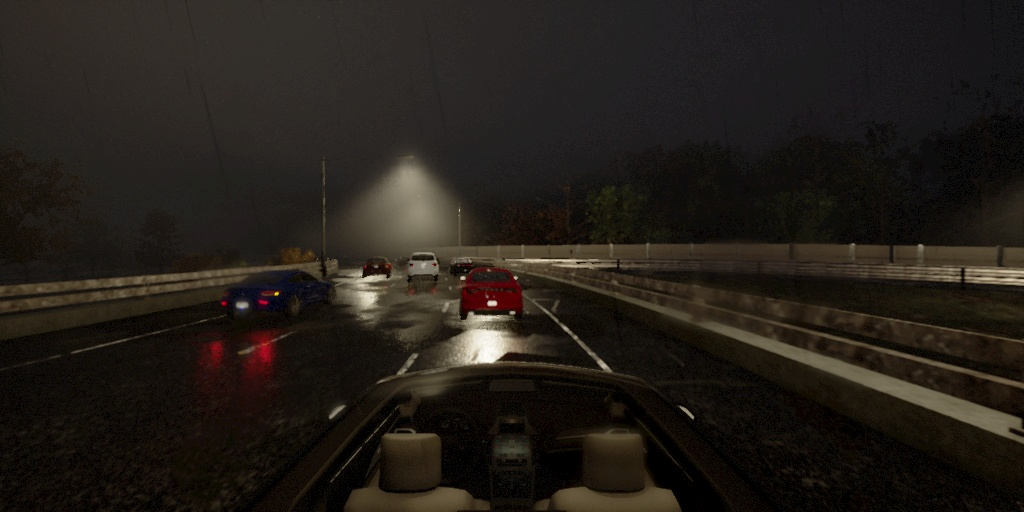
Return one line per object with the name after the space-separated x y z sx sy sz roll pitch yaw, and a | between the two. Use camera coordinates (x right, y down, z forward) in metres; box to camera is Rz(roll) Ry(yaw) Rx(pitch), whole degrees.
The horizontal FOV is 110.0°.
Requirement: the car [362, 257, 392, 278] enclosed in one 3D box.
-11.335 0.874 30.422 2.097 1.767 4.553 0 0 -16 | car

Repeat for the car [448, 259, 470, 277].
-4.576 0.983 32.268 2.128 1.511 4.902 0 1 -16 | car

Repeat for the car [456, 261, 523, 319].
-0.777 1.134 12.458 1.882 1.535 5.008 0 1 -5 | car

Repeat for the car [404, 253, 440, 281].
-6.881 0.759 27.713 2.150 2.045 5.566 0 1 -14 | car

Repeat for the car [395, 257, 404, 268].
-15.030 0.868 49.634 1.837 1.490 4.892 0 1 -26 | car

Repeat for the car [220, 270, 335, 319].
-7.774 1.200 12.316 1.812 1.442 4.674 0 1 -6 | car
